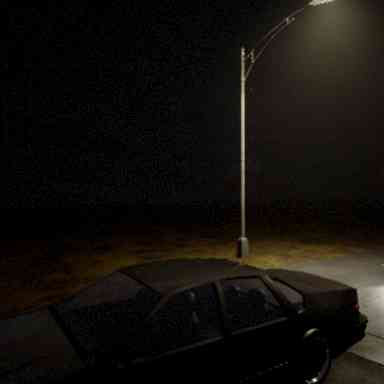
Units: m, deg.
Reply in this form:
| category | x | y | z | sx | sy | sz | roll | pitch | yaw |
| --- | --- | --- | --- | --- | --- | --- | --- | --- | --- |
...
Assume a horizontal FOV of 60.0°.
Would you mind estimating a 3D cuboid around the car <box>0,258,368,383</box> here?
| category | x | y | z | sx | sy | sz | roll | pitch | yaw |
| --- | --- | --- | --- | --- | --- | --- | --- | --- | --- |
| car | -0.199 | 1.563 | 3.819 | 5.357 | 1.411 | 2.033 | 0 | 0 | -33 |
